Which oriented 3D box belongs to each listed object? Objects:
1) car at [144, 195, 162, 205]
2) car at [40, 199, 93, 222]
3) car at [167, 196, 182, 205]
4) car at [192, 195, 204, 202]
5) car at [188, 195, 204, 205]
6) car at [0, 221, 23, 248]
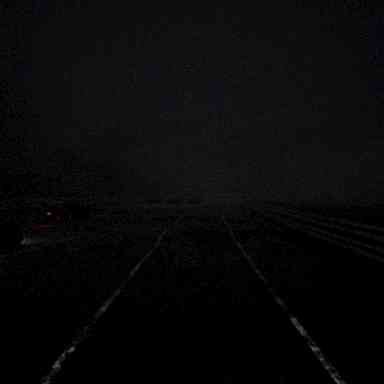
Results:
[{"bbox_3d":[-6.615,1.236,57.122,2.097,1.767,4.553,0,0,12],"label":"car"},{"bbox_3d":[-9.112,1.297,24.592,1.882,1.535,5.008,0,0,9],"label":"car"},{"bbox_3d":[-3.022,1.411,57.149,1.812,1.442,4.674,0,0,12],"label":"car"},{"bbox_3d":[1.530,1.484,77.665,1.994,1.385,4.181,0,0,13],"label":"car"},{"bbox_3d":[0.540,1.377,57.129,2.128,1.511,4.902,0,0,12],"label":"car"},{"bbox_3d":[-7.673,1.358,11.125,1.994,1.385,4.181,0,0,8],"label":"car"}]
